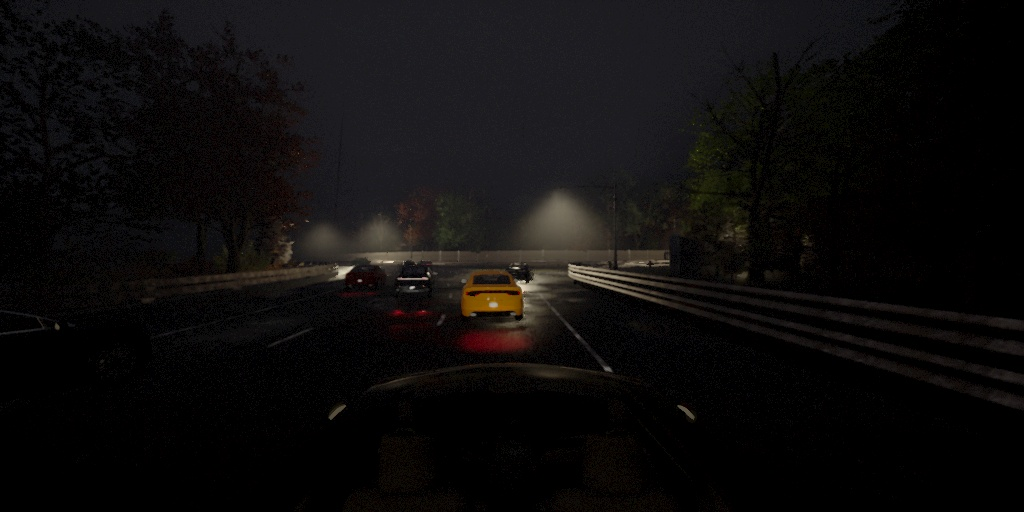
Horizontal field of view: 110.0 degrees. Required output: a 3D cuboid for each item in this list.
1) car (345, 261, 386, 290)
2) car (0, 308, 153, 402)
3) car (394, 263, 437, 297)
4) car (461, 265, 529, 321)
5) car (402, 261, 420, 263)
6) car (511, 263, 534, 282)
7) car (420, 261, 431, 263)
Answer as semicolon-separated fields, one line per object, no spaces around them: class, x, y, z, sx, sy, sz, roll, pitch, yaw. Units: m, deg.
car;-9.521;1.319;23.621;1.882;1.535;5.008;0;0;-12
car;-7.060;1.273;4.132;2.128;1.511;4.902;0;0;-2
car;-5.148;1.306;19.406;2.128;1.511;4.902;0;0;-10
car;-0.780;1.259;12.790;1.882;1.535;5.008;0;0;-6
car;-13.609;1.421;46.720;1.837;1.490;4.892;0;0;-24
car;0.658;1.309;28.529;2.128;1.511;4.902;0;0;9
car;-13.321;1.426;54.061;2.128;1.511;4.902;0;0;-27
